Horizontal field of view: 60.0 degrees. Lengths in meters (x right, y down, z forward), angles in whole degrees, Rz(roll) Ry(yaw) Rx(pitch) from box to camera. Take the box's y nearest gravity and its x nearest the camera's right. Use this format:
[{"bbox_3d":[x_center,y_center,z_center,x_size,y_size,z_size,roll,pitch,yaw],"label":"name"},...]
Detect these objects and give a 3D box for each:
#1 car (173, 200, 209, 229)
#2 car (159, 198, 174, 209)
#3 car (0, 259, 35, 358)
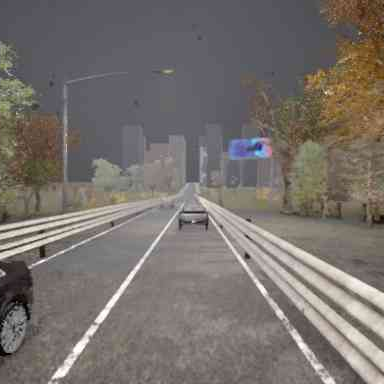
[{"bbox_3d":[0.096,1.505,21.542,2.128,1.511,4.902,0,0,0],"label":"car"},{"bbox_3d":[-3.362,1.557,45.515,1.812,1.442,4.674,0,0,0],"label":"car"},{"bbox_3d":[-3.349,1.492,3.203,2.128,1.511,4.902,0,0,0],"label":"car"}]
